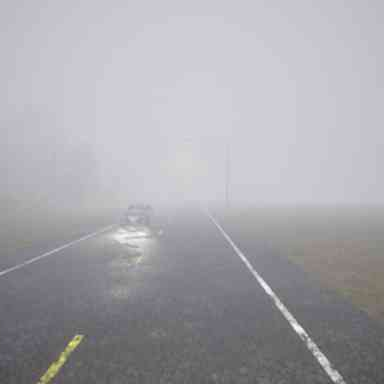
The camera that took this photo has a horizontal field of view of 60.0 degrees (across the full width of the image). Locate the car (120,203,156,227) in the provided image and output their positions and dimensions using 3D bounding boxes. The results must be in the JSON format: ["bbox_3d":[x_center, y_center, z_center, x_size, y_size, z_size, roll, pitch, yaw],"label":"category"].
[{"bbox_3d":[-3.599,1.493,22.738,2.128,1.511,4.902,0,0,0],"label":"car"}]
